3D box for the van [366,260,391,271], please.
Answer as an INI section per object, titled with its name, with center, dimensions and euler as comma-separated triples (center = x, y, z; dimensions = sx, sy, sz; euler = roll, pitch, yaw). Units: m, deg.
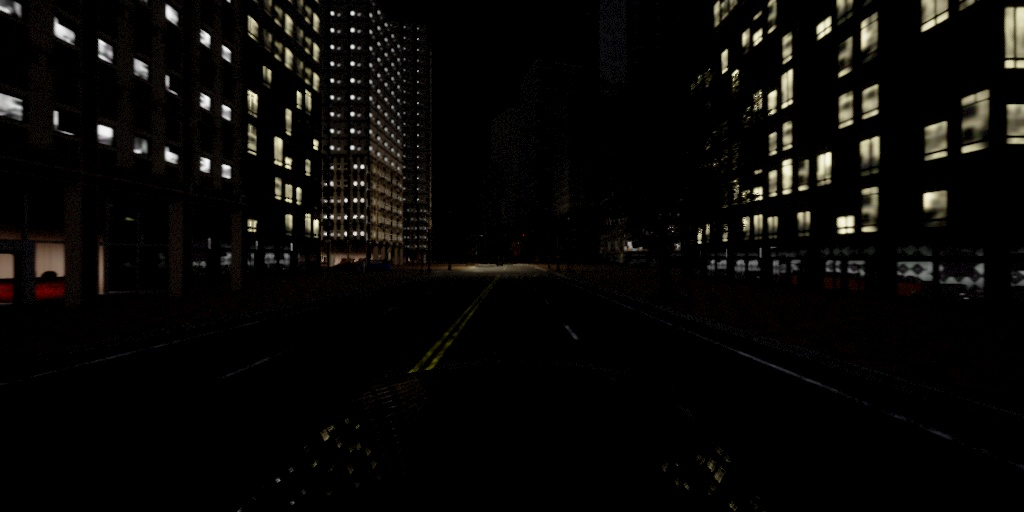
[van]
center = -22.644, 1.568, 61.003
dimensions = 3.998, 1.789, 1.690
euler = 0, 0, 1
